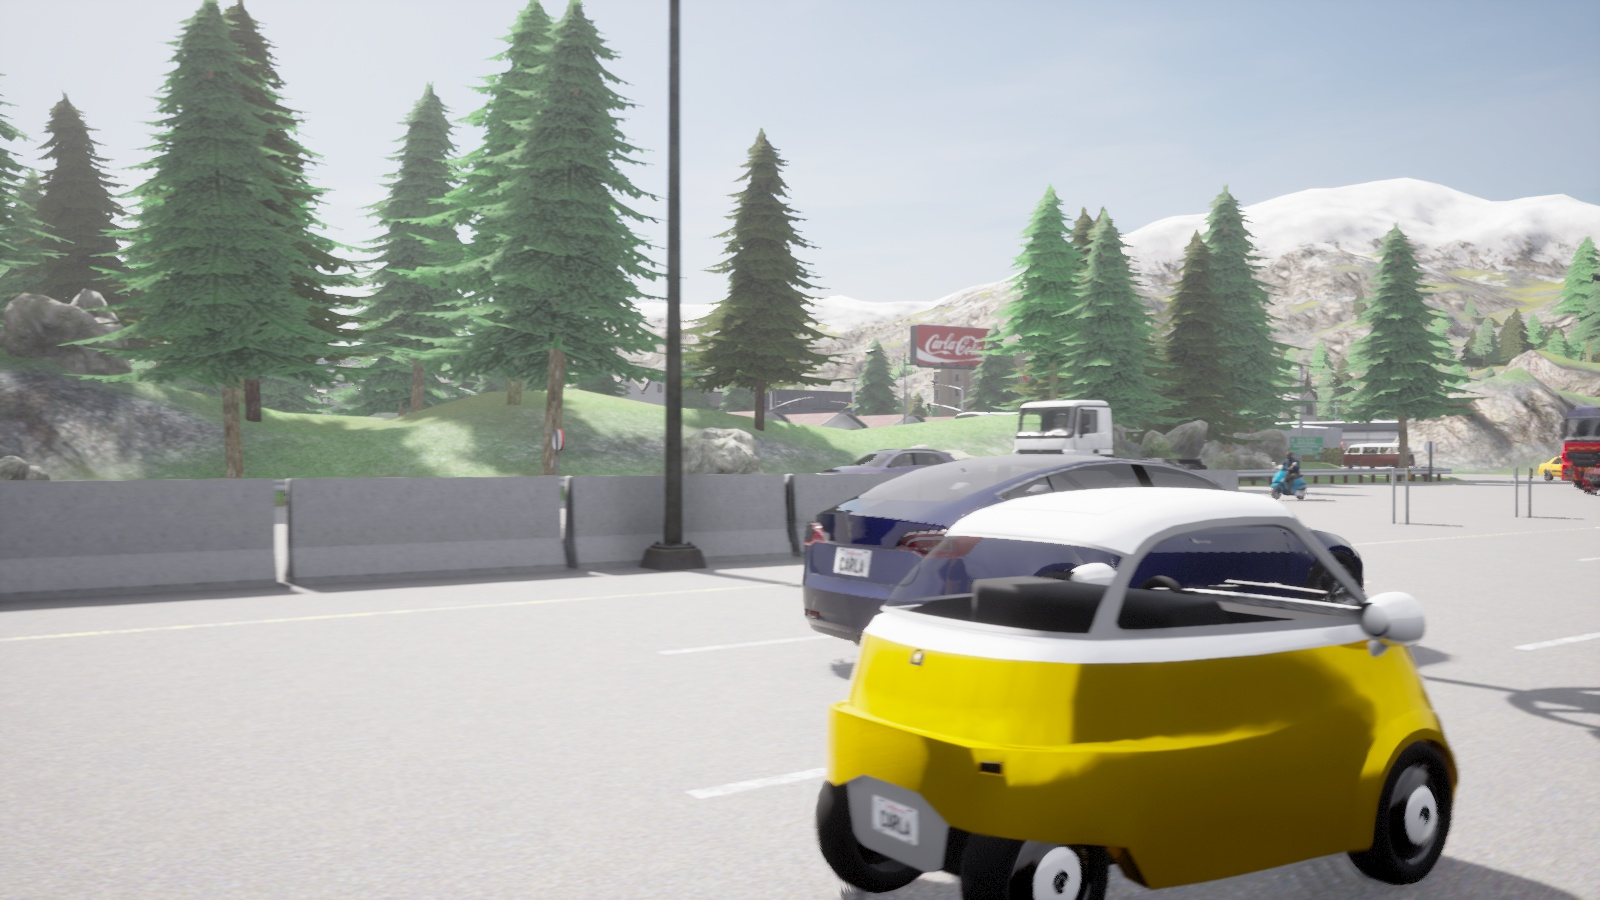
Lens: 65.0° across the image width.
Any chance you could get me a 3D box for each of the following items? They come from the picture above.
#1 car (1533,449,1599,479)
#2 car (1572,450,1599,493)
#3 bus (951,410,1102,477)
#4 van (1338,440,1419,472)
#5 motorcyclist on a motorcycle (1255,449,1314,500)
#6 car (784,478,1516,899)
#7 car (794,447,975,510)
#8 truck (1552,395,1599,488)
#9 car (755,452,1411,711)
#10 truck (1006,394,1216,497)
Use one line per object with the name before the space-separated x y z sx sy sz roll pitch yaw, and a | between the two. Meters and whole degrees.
car | 42.650 0.764 69.042 1.801 1.575 5.366 -1 0 4
car | 30.651 0.771 46.309 5.008 1.535 1.882 0 0 -35
bus | 15.454 -0.459 85.298 10.273 4.253 3.944 -1 0 -35
van | 38.871 0.397 84.469 2.069 2.038 4.480 0 0 -35
motorcyclist on a motorcycle | 15.420 0.763 39.974 1.817 1.590 0.866 0 0 -35
car | 1.273 0.809 4.544 2.207 1.376 1.481 0 0 -35
car | 2.409 0.756 35.184 4.856 1.649 2.033 0 0 -35
truck | 36.185 -0.363 54.429 8.468 3.827 2.891 0 0 -35
car | 2.266 0.763 9.500 4.792 1.488 2.163 0 0 -35
truck | 11.390 -0.149 45.700 7.936 3.462 2.891 0 0 -35
